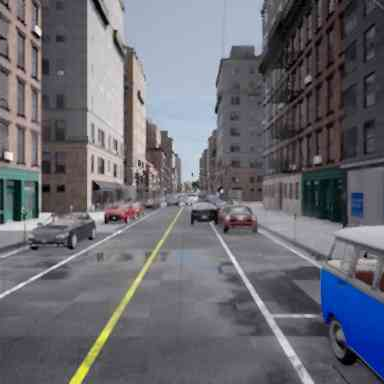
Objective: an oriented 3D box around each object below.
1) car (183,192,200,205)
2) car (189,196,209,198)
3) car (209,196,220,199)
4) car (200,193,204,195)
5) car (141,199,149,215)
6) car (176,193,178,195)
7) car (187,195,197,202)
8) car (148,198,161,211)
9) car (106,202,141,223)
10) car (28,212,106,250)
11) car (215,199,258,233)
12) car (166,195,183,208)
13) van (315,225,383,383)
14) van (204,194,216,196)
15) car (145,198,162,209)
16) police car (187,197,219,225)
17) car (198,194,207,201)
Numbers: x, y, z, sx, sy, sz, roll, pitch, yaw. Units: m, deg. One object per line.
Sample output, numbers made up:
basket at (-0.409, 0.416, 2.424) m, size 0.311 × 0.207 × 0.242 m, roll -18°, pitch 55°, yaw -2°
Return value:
car at (-0.011, 1.248, 58.269) m, size 2.150 × 2.045 × 5.566 m, roll 0°, pitch 0°, yaw 0°
car at (0.821, 1.476, 34.370) m, size 1.801 × 1.575 × 5.366 m, roll 0°, pitch 0°, yaw 0°
car at (2.633, 1.459, 30.832) m, size 1.967 × 1.590 × 4.097 m, roll 0°, pitch 0°, yaw 0°
car at (2.632, 1.341, 47.365) m, size 2.192 × 1.841 × 5.009 m, roll 0°, pitch 0°, yaw 0°
car at (-5.392, 1.600, 30.830) m, size 1.802 × 1.307 × 4.206 m, roll 0°, pitch 0°, yaw 0°
car at (-5.415, 1.605, 90.140) m, size 1.947 × 1.339 × 4.313 m, roll 0°, pitch 0°, yaw 0°
car at (-0.008, 1.470, 73.030) m, size 2.033 × 1.411 × 5.357 m, roll 0°, pitch 0°, yaw 0°
car at (-5.393, 1.568, 41.853) m, size 1.887 × 1.381 × 4.507 m, roll 0°, pitch 0°, yaw 0°
car at (-5.391, 1.559, 25.319) m, size 1.887 × 1.381 × 4.507 m, roll 0°, pitch 0°, yaw 0°
car at (-5.390, 1.559, 14.297) m, size 2.008 × 1.369 × 4.403 m, roll 0°, pitch 0°, yaw 0°
car at (2.635, 1.452, 19.809) m, size 1.967 × 1.590 × 4.097 m, roll 0°, pitch 0°, yaw 0°
car at (-2.772, 1.534, 49.782) m, size 1.837 × 1.490 × 4.892 m, roll 0°, pitch -1°, yaw 0°
van at (2.637, 1.343, 3.277) m, size 1.690 × 1.788 × 3.998 m, roll 0°, pitch 0°, yaw 0°
van at (2.632, 1.365, 41.853) m, size 1.690 × 1.788 × 3.998 m, roll 0°, pitch 0°, yaw 0°
car at (-5.393, 1.592, 47.363) m, size 1.947 × 1.339 × 4.313 m, roll 0°, pitch 0°, yaw 0°
police car at (0.822, 1.440, 24.289) m, size 1.930 × 1.638 × 5.238 m, roll 0°, pitch 0°, yaw 0°
car at (2.695, 1.353, 84.736) m, size 2.192 × 1.841 × 5.009 m, roll 0°, pitch 0°, yaw 0°
